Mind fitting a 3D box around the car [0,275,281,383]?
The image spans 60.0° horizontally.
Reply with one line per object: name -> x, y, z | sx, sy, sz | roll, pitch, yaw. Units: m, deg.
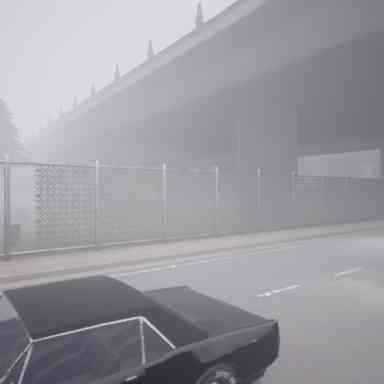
car -> -1.417, 1.601, 2.953 | 4.718, 1.301, 1.895 | 0, 0, -37
